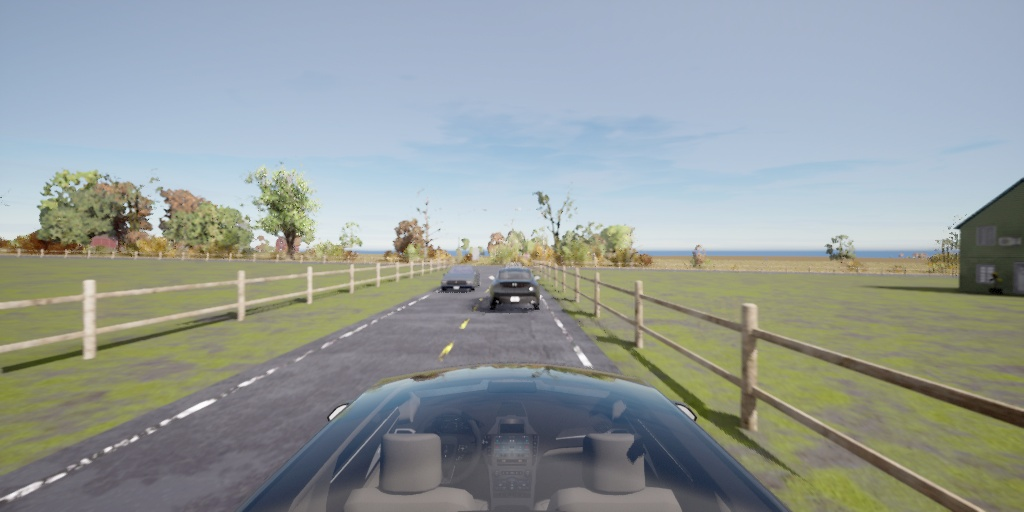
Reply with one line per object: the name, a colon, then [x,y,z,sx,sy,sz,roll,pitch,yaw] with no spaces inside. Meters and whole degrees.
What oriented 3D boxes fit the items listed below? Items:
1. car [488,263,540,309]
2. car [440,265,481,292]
car: [0.103,1.216,14.667,1.837,1.490,4.892,0,0,0]
car: [-2.846,1.240,21.018,2.033,1.411,5.357,0,0,0]
